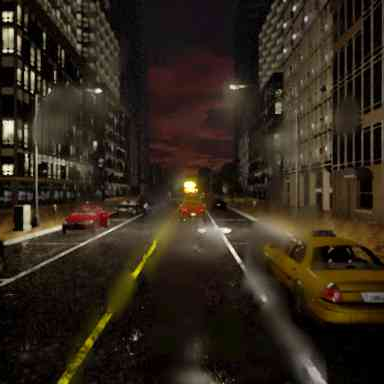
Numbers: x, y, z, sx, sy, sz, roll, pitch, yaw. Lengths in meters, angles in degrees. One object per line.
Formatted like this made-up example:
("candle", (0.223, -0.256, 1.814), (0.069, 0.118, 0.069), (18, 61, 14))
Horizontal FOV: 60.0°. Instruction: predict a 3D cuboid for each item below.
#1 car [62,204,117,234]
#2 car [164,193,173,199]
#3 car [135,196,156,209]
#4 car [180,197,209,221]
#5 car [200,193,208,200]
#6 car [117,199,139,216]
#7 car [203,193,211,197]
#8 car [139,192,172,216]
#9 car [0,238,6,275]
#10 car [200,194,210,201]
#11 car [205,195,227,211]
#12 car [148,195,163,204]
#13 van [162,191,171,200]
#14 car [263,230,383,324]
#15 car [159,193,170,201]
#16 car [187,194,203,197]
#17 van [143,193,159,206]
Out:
("car", (-5.694, 1.453, 18.353), (1.802, 1.307, 4.206), (0, 0, 0))
("car", (-5.717, 0.968, 80.967), (1.947, 1.339, 4.313), (0, 0, 0))
("car", (-5.702, 1.251, 41.122), (1.887, 1.381, 4.507), (0, 0, 0))
("car", (0.081, 1.349, 25.009), (1.812, 1.442, 4.674), (0, 0, 0))
("car", (2.666, 0.971, 75.433), (1.752, 1.417, 4.829), (0, 0, 0))
("car", (-5.698, 1.340, 29.738), (2.008, 1.369, 4.403), (0, 0, 0))
("car", (2.673, 1.019, 58.186), (1.967, 1.590, 4.097), (0, 0, 0))
("car", (-3.090, 1.141, 29.821), (2.097, 1.767, 4.553), (0, 0, 0))
("car", (-5.690, 1.517, 6.970), (1.947, 1.339, 4.313), (0, 0, 0))
("car", (2.668, 1.073, 69.571), (1.802, 1.307, 4.206), (0, 0, 0))
("car", (2.680, 1.314, 35.421), (1.947, 1.339, 4.313), (0, 0, 0))
("car", (-5.707, 1.203, 52.507), (1.802, 1.307, 4.206), (0, 0, 0))
("van", (-5.714, 0.788, 75.274), (1.690, 1.788, 3.998), (0, 0, 0))
("car", (2.691, 1.476, 7.130), (1.752, 1.417, 4.829), (0, 0, 0))
("car", (-5.712, 0.931, 69.581), (1.967, 1.590, 4.097), (0, 0, 0))
("car", (0.084, 1.212, 41.069), (1.837, 1.490, 4.892), (0, 1, 0))
("van", (-5.704, 1.005, 46.813), (1.690, 1.788, 3.998), (0, 0, 0))
